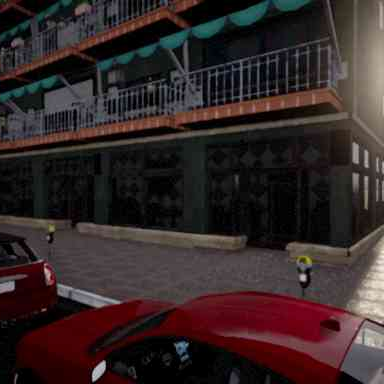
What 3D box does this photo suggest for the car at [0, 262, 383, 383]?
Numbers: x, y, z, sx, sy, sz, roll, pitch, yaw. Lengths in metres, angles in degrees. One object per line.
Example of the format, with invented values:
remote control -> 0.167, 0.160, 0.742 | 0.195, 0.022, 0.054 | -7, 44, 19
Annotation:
car -> 0.314, 1.536, 2.654 | 4.507, 1.381, 1.887 | 1, 0, 36

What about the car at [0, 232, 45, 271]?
car -> -4.270, 1.387, 5.933 | 4.097, 1.590, 1.967 | 1, 0, 36
